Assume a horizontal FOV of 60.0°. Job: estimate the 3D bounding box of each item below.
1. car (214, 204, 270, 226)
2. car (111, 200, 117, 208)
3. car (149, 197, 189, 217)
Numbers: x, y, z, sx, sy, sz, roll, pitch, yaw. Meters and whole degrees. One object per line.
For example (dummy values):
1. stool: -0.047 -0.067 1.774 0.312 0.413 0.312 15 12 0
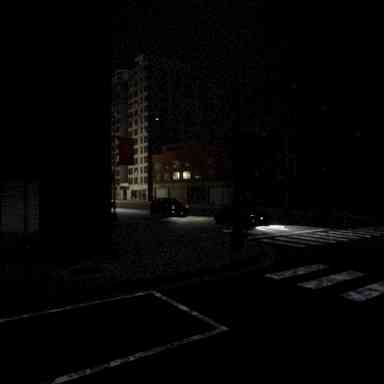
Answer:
1. car: 3.413 1.538 23.374 1.994 1.385 4.181 0 0 -35
2. car: -11.667 1.536 44.623 1.895 1.301 4.718 0 0 -35
3. car: -2.181 1.311 31.239 2.097 1.767 4.553 0 0 -35
